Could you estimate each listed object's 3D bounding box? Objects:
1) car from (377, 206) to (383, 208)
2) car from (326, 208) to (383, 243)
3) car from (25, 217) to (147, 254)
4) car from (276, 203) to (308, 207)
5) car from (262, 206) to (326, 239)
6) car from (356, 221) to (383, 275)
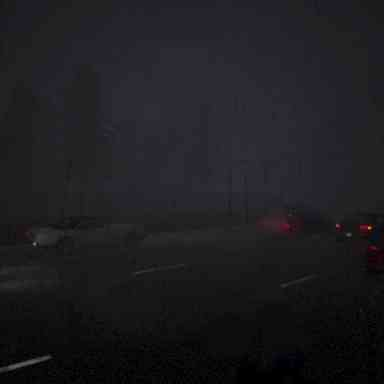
[{"bbox_3d":[15.754,1.840,26.831,4.181,1.385,1.994,1,-1,-41],"label":"car"},{"bbox_3d":[8.543,1.687,15.928,4.674,1.442,1.812,1,-1,-41],"label":"car"},{"bbox_3d":[-4.285,1.698,14.078,4.718,1.301,1.895,1,-1,-40],"label":"car"},{"bbox_3d":[7.719,1.579,24.479,4.553,1.767,2.097,1,-1,-41],"label":"car"},{"bbox_3d":[6.094,1.719,18.421,5.357,1.411,2.033,1,-1,-41],"label":"car"},{"bbox_3d":[6.808,1.669,9.769,4.181,1.385,1.994,1,-1,-41],"label":"car"}]
